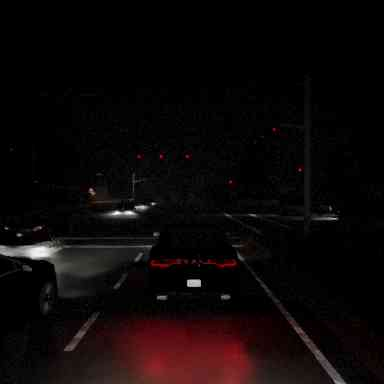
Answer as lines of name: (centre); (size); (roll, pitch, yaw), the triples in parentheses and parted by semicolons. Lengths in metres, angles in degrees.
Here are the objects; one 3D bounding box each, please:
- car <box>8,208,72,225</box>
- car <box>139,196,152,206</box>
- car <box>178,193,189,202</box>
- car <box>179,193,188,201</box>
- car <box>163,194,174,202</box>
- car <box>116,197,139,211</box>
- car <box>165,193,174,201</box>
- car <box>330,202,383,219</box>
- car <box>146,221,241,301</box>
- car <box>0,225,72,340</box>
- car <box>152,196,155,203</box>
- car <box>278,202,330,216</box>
car: (-7.311, 1.526, 16.289); (1.812, 1.442, 4.674); (0, 0, -2)
car: (-8.527, 1.492, 56.036); (2.128, 1.511, 4.902); (0, 0, -1)
car: (-1.907, 1.225, 74.284); (2.150, 2.045, 5.566); (0, 0, -1)
car: (-2.190, 1.225, 85.017); (2.150, 2.045, 5.566); (0, 0, -1)
car: (-5.422, 1.533, 74.583); (2.033, 1.411, 5.357); (0, 0, -1)
car: (-8.136, 1.601, 41.098); (1.895, 1.301, 4.718); (0, 0, -2)
car: (-5.695, 1.270, 85.188); (2.097, 1.767, 4.553); (0, 0, -1)
car: (14.759, 1.564, 29.002); (4.181, 1.385, 1.994); (0, 0, -2)
car: (0.000, 1.478, 8.420); (1.882, 1.535, 5.008); (0, 0, -1)
car: (-3.468, 1.492, 4.428); (2.128, 1.511, 4.902); (0, 0, 0)
car: (-8.790, 1.477, 69.435); (1.882, 1.535, 5.008); (0, 0, -1)
car: (10.863, 1.601, 32.391); (4.718, 1.301, 1.895); (0, 0, -2)
